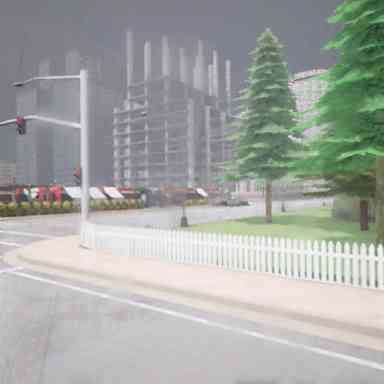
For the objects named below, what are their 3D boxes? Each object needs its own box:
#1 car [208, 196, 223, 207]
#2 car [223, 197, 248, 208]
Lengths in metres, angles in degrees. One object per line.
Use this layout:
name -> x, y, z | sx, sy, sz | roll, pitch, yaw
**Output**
car -> 4.650, 1.672, 56.987 | 2.097, 1.767, 4.553 | -1, 0, 34
car -> 7.548, 1.633, 55.026 | 2.097, 1.767, 4.553 | -1, 0, 34
